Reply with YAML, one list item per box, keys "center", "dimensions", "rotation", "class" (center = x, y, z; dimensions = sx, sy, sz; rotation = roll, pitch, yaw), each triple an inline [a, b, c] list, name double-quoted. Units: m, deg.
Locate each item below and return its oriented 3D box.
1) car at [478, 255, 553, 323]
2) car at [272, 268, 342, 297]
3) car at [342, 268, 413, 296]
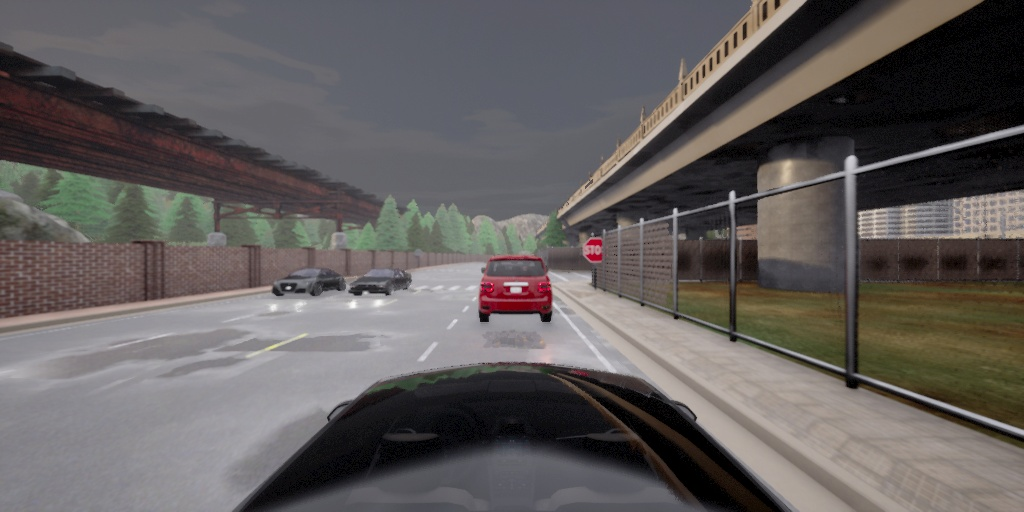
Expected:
- center: [0.099, 0.976, 12.256]
  dimensions: [2.150, 2.045, 5.566]
  rotation: [0, 0, 0]
  class: "car"
- center: [-10.503, 1.316, 18.852]
  dimensions: [1.994, 1.385, 4.181]
  rotation: [0, 0, 0]
  class: "car"
- center: [-6.995, 1.367, 19.794]
  dimensions: [2.033, 1.411, 5.357]
  rotation: [0, 0, 0]
  class: "car"
